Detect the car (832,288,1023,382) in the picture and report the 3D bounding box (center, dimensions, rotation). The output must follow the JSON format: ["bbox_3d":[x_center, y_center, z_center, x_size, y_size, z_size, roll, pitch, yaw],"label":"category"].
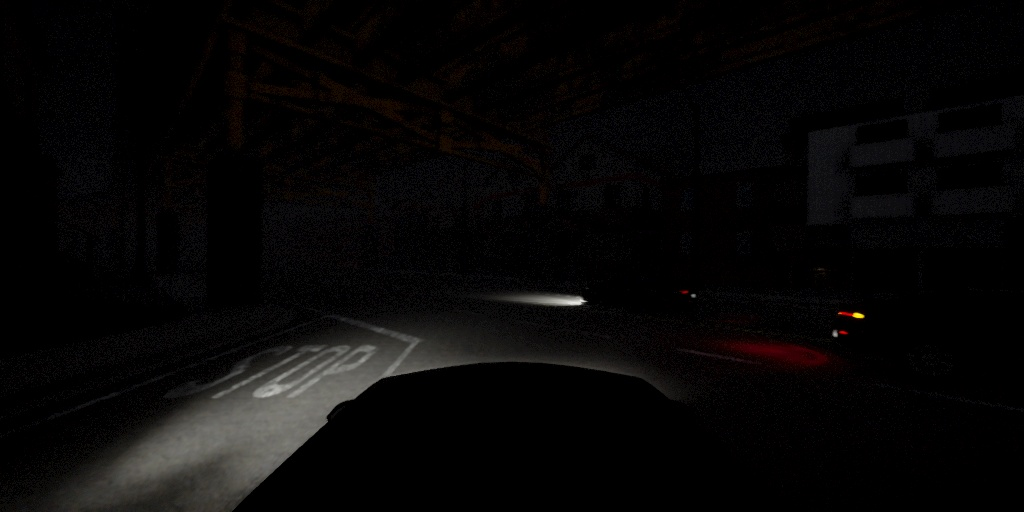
[{"bbox_3d":[8.525,1.336,5.875,4.892,1.490,1.837,1,-4,33],"label":"car"}]

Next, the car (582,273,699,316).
[{"bbox_3d":[4.828,1.334,13.814,4.181,1.385,1.994,1,0,42],"label":"car"}]
